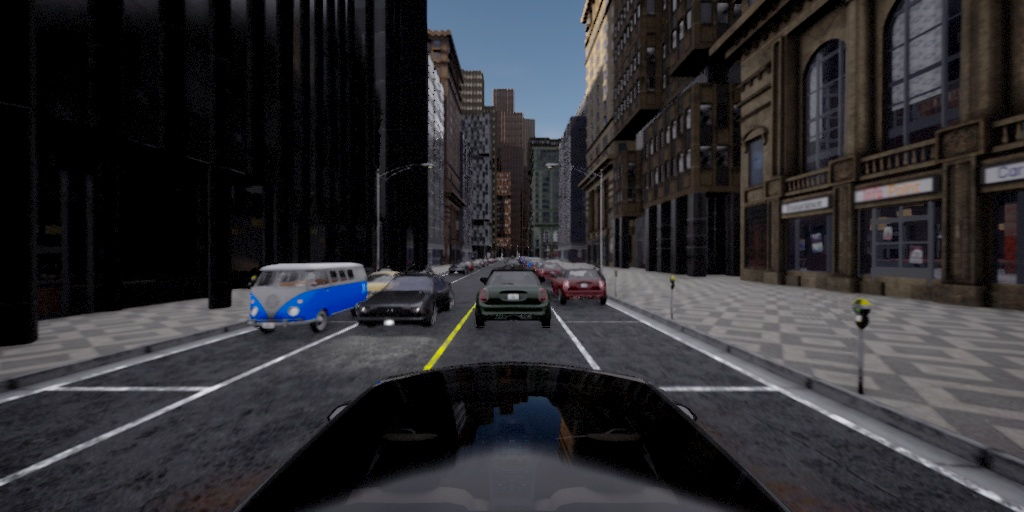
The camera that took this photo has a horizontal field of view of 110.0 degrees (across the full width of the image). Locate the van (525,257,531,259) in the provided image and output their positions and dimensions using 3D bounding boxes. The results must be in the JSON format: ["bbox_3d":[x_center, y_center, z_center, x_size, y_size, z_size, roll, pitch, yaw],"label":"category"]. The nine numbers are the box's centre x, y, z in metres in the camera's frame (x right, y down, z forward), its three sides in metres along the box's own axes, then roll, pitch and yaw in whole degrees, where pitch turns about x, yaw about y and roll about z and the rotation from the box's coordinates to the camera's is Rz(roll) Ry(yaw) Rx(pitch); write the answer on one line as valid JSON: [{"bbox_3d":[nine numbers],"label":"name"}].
[{"bbox_3d":[2.867,1.095,44.338,1.690,1.789,3.998,0,0,0],"label":"van"}]

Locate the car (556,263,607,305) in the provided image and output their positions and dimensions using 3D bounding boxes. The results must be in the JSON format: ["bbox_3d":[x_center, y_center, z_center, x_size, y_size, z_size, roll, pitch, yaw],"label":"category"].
[{"bbox_3d":[2.860,1.189,16.095,1.967,1.591,4.097,0,0,0],"label":"car"}]

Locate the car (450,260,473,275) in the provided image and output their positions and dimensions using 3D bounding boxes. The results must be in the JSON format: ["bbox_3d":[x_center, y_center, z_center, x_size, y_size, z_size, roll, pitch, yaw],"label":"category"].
[{"bbox_3d":[-5.660,1.319,38.687,1.948,1.339,4.313,0,0,0],"label":"car"}]

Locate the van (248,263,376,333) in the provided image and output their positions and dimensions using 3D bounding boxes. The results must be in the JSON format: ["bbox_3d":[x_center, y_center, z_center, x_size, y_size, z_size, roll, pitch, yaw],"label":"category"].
[{"bbox_3d":[-5.667,1.091,10.443,1.690,1.789,3.998,0,0,0],"label":"van"}]

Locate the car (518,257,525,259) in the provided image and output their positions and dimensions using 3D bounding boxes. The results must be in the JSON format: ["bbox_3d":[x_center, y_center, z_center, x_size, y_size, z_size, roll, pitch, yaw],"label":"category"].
[{"bbox_3d":[0.110,1.106,43.471,2.097,1.767,4.553,0,0,0],"label":"car"}]

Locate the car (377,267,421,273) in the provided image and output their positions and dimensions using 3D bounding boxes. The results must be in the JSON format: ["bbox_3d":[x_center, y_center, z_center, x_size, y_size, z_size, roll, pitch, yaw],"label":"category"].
[{"bbox_3d":[-5.665,1.275,15.922,1.751,1.417,4.829,0,0,0],"label":"car"}]

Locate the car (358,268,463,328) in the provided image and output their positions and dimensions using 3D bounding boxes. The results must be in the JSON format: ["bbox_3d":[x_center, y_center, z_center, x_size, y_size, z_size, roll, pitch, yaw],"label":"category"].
[{"bbox_3d":[-3.096,1.297,11.694,2.033,1.411,5.357,0,0,0],"label":"car"}]

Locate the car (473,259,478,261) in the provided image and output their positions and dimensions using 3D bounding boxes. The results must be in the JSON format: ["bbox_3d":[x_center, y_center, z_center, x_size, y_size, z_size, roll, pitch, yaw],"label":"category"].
[{"bbox_3d":[-5.658,1.299,44.335,1.888,1.381,4.507,0,0,0],"label":"car"}]

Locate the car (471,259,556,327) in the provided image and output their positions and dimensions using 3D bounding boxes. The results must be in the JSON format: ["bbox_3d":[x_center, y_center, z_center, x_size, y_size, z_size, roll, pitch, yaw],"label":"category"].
[{"bbox_3d":[0.026,1.102,11.635,2.097,1.767,4.553,0,0,0],"label":"car"}]
